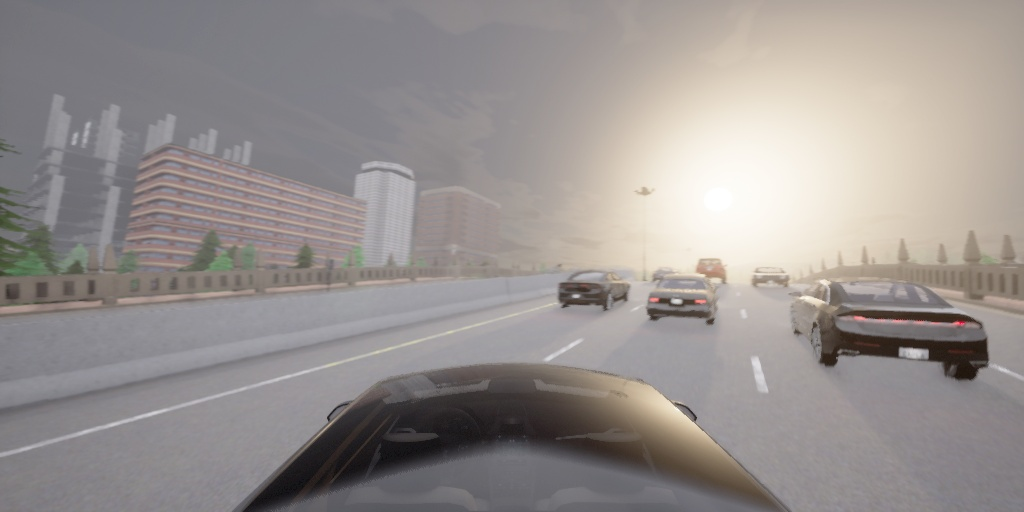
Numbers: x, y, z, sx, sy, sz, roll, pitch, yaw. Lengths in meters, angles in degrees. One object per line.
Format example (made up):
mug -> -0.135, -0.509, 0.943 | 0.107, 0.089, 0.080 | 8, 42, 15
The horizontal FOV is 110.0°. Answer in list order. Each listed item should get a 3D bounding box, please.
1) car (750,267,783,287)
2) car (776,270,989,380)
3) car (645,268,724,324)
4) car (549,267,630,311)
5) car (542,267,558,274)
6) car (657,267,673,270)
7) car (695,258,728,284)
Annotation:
car -> 17.141, 1.378, 24.045 | 1.895, 1.301, 4.718 | -1, -2, 31
car -> 7.000, 1.185, 7.222 | 2.128, 1.511, 4.902 | -1, -1, 31
car -> 5.854, 1.304, 12.097 | 2.033, 1.411, 5.357 | -1, -1, 31
car -> 3.595, 1.297, 15.131 | 1.882, 1.535, 5.008 | -1, -1, 31
car -> 5.496, 2.159, 45.667 | 2.097, 1.767, 4.553 | -1, -5, 32
car -> 13.876, 1.661, 32.182 | 1.994, 1.385, 4.181 | -1, -3, 31
car -> 16.552, 1.227, 29.856 | 2.150, 2.045, 5.566 | -1, -3, 31
